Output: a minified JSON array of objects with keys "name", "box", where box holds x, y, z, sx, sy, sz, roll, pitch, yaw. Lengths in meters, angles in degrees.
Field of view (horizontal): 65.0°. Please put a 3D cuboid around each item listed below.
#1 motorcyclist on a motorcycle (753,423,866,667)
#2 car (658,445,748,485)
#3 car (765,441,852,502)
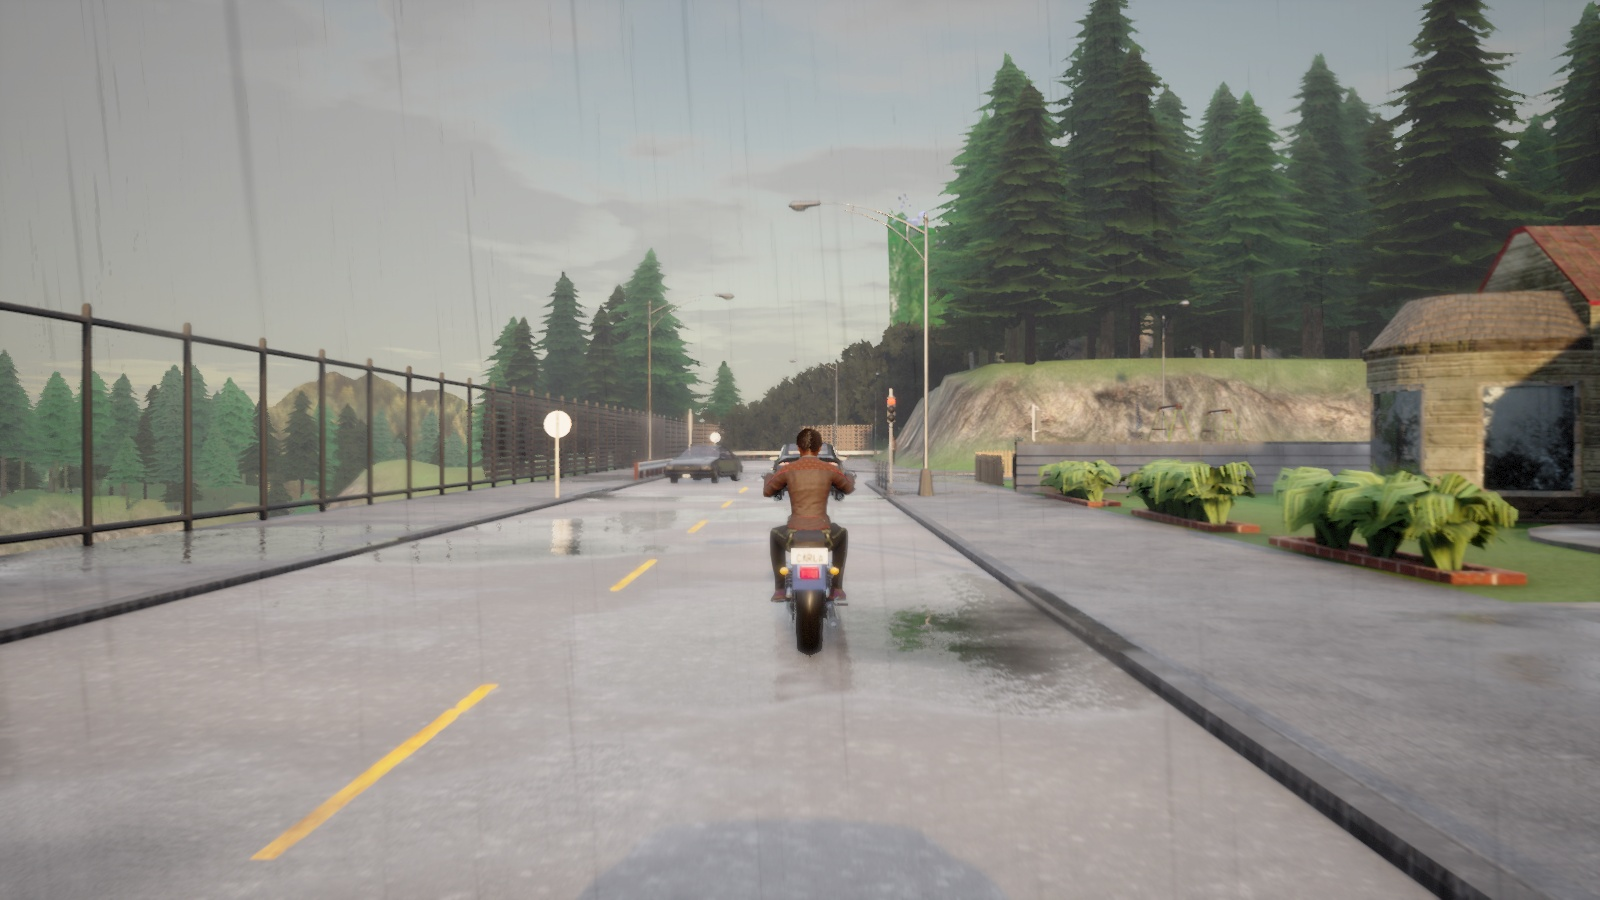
[{"name":"motorcyclist on a motorcycle","box":[0.071,0.642,9.671,0.766,1.649,2.350,0,0,0]},{"name":"car","box":[-3.573,0.523,47.561,2.033,1.411,5.357,0,0,11]},{"name":"car","box":[0.216,0.515,33.325,2.128,1.511,4.902,0,0,0]}]
